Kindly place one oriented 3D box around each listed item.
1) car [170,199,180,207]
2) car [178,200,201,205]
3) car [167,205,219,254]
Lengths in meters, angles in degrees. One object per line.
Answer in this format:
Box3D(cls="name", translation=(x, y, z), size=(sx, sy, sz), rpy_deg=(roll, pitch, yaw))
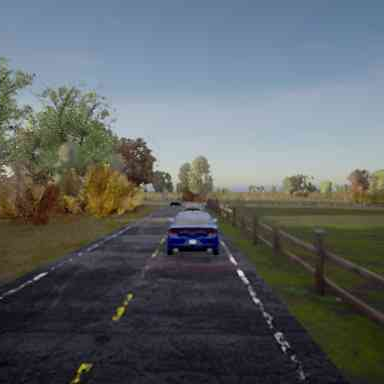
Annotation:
Box3D(cls="car", translation=(-2.806, 1.846, 56.975), size=(1.895, 1.301, 4.718), rpy_deg=(0, 0, 1))
Box3D(cls="car", translation=(0.036, 1.627, 27.559), size=(1.837, 1.490, 4.892), rpy_deg=(0, 0, 1))
Box3D(cls="car", translation=(0.049, 1.538, 13.752), size=(1.882, 1.535, 5.008), rpy_deg=(0, 0, 1))
